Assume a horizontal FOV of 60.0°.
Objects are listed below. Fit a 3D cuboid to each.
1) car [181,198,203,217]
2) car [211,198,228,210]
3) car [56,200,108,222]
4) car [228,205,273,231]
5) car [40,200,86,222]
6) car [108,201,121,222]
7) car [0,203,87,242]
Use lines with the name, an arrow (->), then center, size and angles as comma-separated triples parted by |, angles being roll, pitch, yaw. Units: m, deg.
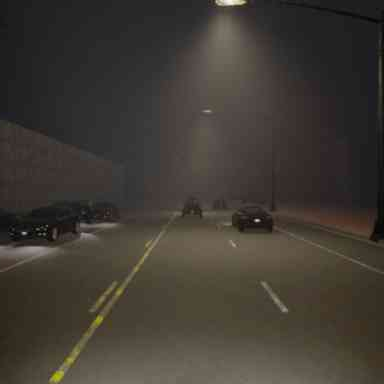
car -> 0.015, 1.514, 30.466 | 1.812, 1.442, 4.674 | 0, 0, 0
car -> 3.582, 1.510, 43.268 | 1.812, 1.442, 4.674 | 0, 0, 0
car -> -7.002, 1.199, 21.077 | 1.994, 1.385, 4.181 | 0, 0, 0
car -> 3.598, 1.556, 20.360 | 1.994, 1.385, 4.181 | 0, 0, 0
car -> -10.503, 1.467, 27.497 | 1.882, 1.535, 5.008 | 0, 0, 0
car -> -7.002, 1.495, 26.664 | 1.837, 1.490, 4.892 | 0, 0, 0
car -> -7.068, 1.499, 16.488 | 1.837, 1.490, 4.892 | 0, 0, 1
